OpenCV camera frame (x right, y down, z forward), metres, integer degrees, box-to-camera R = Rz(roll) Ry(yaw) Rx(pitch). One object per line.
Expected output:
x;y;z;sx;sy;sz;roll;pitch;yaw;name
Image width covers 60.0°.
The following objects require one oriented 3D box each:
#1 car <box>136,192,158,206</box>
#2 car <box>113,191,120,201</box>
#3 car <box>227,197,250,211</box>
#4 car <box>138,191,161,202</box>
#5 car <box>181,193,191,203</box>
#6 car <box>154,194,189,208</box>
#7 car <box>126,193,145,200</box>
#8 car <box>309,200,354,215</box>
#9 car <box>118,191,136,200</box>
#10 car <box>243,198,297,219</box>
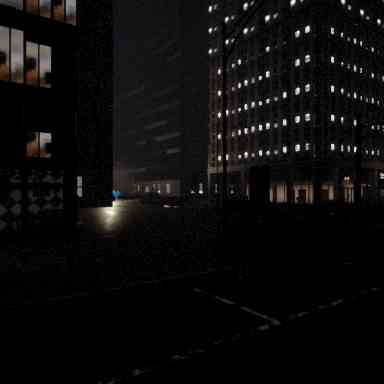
-5.459;1.094;44.996;1.752;1.417;4.829;1;0;-33;car
-15.008;0.919;58.874;1.887;1.381;4.507;1;0;-35;car
5.295;1.235;33.031;2.128;1.511;4.902;0;1;-32;car
-7.324;0.779;57.543;2.097;1.767;4.553;0;1;-35;car
-1.892;0.926;54.336;1.967;1.590;4.097;1;0;-35;car
-2.509;1.211;40.500;1.802;1.307;4.206;1;0;-33;car
-11.540;0.864;67.781;1.947;1.339;4.313;1;0;-36;car
13.007;1.377;31.239;1.802;1.307;4.206;1;0;-32;car
-13.144;0.876;65.716;1.994;1.385;4.181;0;1;-36;car
6.389;1.399;26.546;1.802;1.307;4.206;1;0;-32;car
